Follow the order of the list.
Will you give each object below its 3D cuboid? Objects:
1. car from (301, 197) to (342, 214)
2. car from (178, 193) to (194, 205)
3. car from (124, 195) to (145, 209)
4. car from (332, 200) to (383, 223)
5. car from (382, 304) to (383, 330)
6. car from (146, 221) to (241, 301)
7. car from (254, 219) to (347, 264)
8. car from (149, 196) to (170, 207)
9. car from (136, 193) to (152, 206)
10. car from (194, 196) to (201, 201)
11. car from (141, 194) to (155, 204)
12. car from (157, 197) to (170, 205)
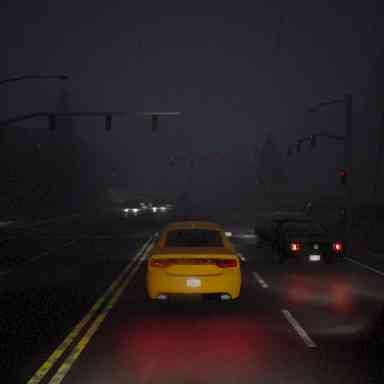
[{"bbox_3d":[14.084,1.352,35.517,4.553,1.767,2.097,0,0,-2],"label":"car"},{"bbox_3d":[-1.282,1.221,57.175,2.150,2.045,5.566,0,0,-2],"label":"car"},{"bbox_3d":[-8.207,1.564,46.388,1.994,1.385,4.181,0,0,-1],"label":"car"},{"bbox_3d":[13.730,1.547,24.793,5.357,1.411,2.033,0,0,-2],"label":"car"},{"bbox_3d":[3.598,1.478,2.663,1.882,1.535,5.008,0,0,0],"label":"car"},{"bbox_3d":[0.034,1.478,8.429,1.882,1.535,5.008,0,0,0],"label":"car"},{"bbox_3d":[3.502,1.601,11.753,1.895,1.301,4.718,0,0,-1],"label":"car"},{"bbox_3d":[-4.792,1.564,49.700,1.994,1.385,4.181,0,0,-2],"label":"car"},{"bbox_3d":[-8.439,1.221,55.708,2.150,2.045,5.566,0,0,-1],"label":"car"},{"bbox_3d":[1.308,1.595,88.165,1.895,1.301,4.718,0,0,-1],"label":"car"},{"bbox_3d":[-8.640,1.352,65.508,2.097,1.767,4.553,0,0,-1],"label":"car"},{"bbox_3d":[-5.027,1.564,59.730,1.994,1.385,4.181,0,0,-1],"label":"car"}]
